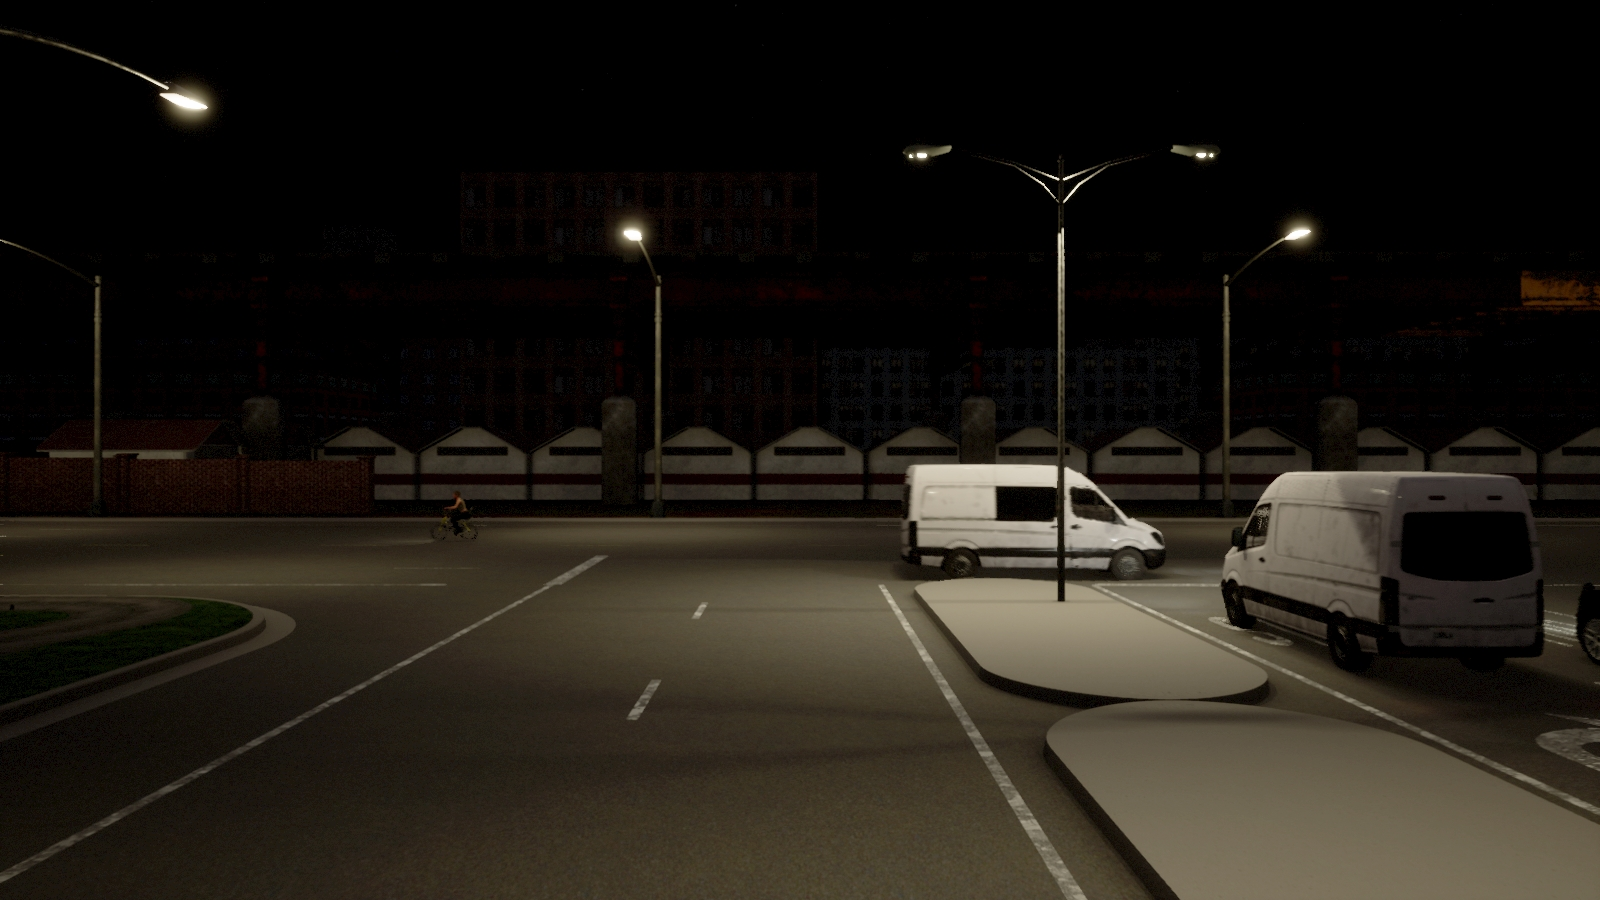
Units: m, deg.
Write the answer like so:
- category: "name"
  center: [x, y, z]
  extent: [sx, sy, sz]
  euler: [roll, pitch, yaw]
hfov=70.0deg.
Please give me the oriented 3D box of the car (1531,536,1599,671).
- category: "car"
  center: [11.373, 2.025, 13.514]
  extent: [2.097, 1.638, 5.238]
  euler: [0, 0, 0]

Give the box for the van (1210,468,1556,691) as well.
- category: "van"
  center: [7.990, 1.586, 16.537]
  extent: [1.988, 2.561, 5.915]
  euler: [0, 0, 0]

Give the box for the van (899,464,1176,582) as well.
- category: "van"
  center: [5.286, 1.611, 26.026]
  extent: [5.915, 2.561, 1.988]
  euler: [0, 0, 0]

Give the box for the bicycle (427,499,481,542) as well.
- category: "bicycle"
  center: [-11.061, 2.252, 36.571]
  extent: [1.487, 1.301, 0.859]
  euler: [0, 0, 0]
